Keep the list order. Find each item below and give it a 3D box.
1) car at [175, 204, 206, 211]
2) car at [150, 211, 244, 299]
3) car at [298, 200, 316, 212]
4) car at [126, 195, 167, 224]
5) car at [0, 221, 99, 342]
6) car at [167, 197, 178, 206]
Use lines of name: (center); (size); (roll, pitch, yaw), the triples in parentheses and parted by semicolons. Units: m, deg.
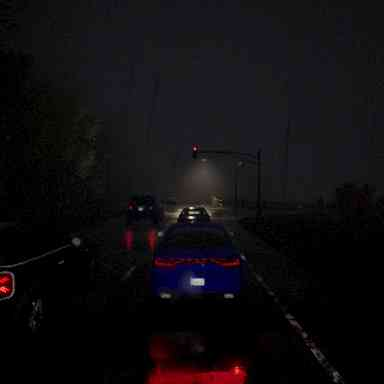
car: (0.110, 1.552, 18.177); (2.033, 1.411, 5.357); (0, 0, 0)
car: (0.103, 1.480, 8.501); (1.882, 1.535, 5.008); (0, 0, 0)
car: (15.542, 1.733, 40.850); (4.892, 1.490, 1.837); (1, -1, 2)
car: (-3.389, 1.227, 24.697); (2.150, 2.045, 5.566); (0, 0, 0)
car: (-3.394, 1.355, 6.631); (2.097, 1.767, 4.553); (0, 0, 0)
car: (-3.379, 1.553, 56.292); (2.033, 1.411, 5.357); (0, 0, 0)
